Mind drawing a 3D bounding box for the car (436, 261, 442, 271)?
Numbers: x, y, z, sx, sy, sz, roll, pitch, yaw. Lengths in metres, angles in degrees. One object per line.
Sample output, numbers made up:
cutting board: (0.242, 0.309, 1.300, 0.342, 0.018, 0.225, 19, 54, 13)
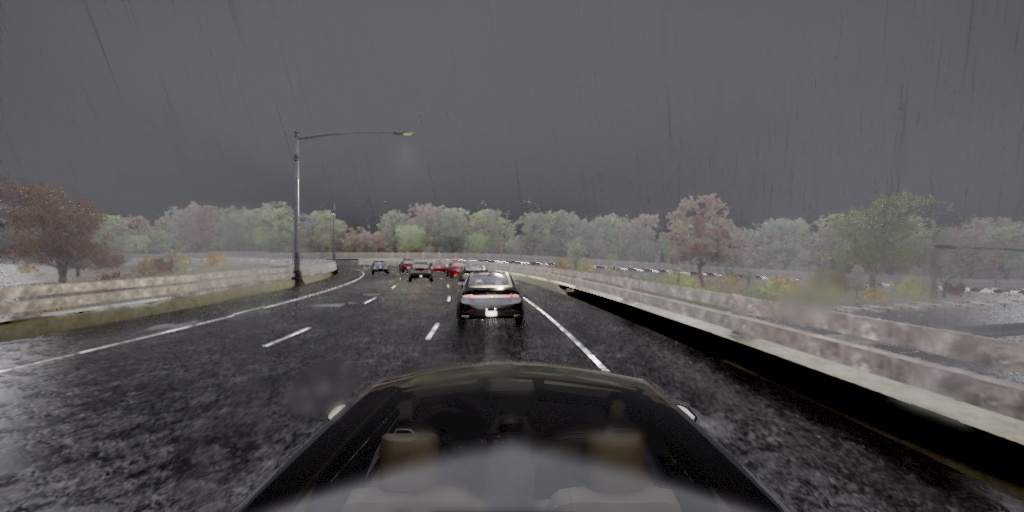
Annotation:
car: (-9.860, 1.345, 46.453, 1.994, 1.385, 4.181, 0, 0, -23)

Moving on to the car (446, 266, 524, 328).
car: (-0.739, 1.247, 11.494, 2.128, 1.511, 4.902, 0, 0, -5)

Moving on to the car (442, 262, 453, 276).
car: (-5.082, 1.248, 33.667, 1.882, 1.535, 5.008, 0, 0, -17)

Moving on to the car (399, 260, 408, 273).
car: (-13.183, 1.262, 45.357, 1.882, 1.535, 5.008, 0, 0, -23)

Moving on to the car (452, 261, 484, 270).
car: (-2.518, 1.256, 23.133, 2.128, 1.511, 4.902, 0, 0, -11)

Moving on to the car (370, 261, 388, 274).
car: (-15.782, 1.333, 42.659, 2.033, 1.411, 5.357, 0, 0, -23)

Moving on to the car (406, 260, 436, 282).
car: (-7.561, 1.278, 29.677, 1.837, 1.490, 4.892, 0, 0, -15)
